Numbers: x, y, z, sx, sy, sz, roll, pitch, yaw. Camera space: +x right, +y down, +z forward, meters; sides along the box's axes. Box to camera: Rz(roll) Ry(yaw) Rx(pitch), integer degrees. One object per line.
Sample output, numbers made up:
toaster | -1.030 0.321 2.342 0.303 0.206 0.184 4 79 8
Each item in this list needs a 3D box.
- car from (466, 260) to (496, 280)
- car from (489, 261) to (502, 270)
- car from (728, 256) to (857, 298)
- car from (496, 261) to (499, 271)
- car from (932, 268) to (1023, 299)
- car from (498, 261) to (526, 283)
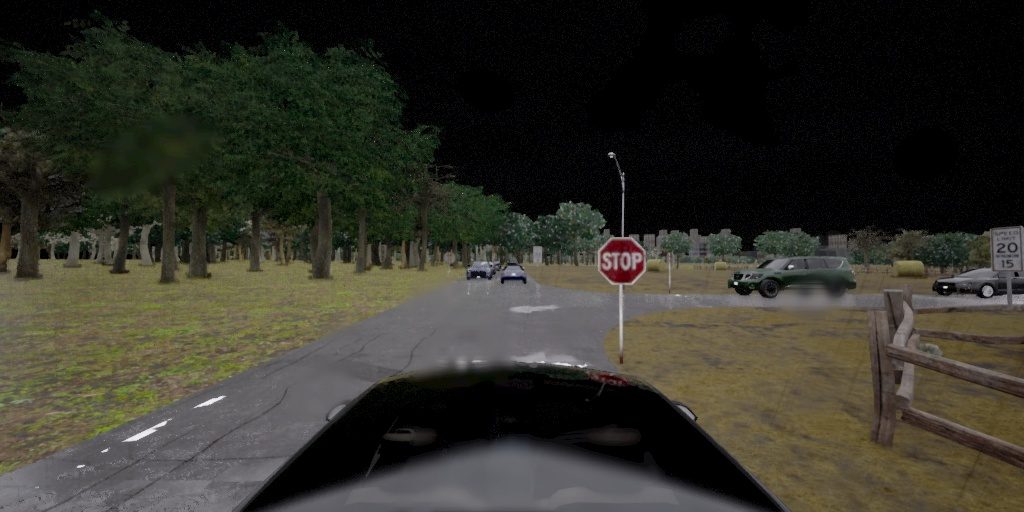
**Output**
car | -2.790 1.160 31.758 2.097 1.767 4.553 0 0 -1
car | -2.761 1.552 61.760 2.033 1.411 5.357 0 0 0
car | 14.114 1.045 18.226 5.566 2.045 2.150 0 -2 -1
car | -2.808 1.337 41.065 1.882 1.535 5.008 0 0 0
car | 24.453 1.344 18.262 4.892 1.490 1.837 0 -2 -1
car | 0.121 1.359 28.938 1.994 1.385 4.181 0 0 0
